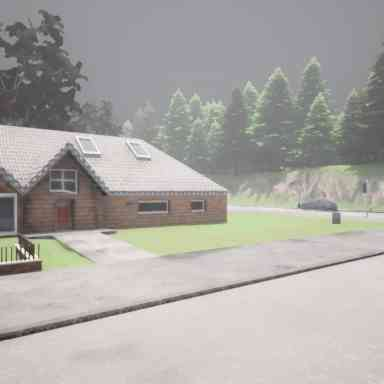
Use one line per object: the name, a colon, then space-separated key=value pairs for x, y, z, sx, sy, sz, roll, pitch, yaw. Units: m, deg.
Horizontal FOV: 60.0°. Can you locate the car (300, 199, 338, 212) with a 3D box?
car: x=14.951 y=1.564 z=39.319 sx=1.994 sy=1.385 sz=4.181 roll=0 pitch=0 yaw=-35
